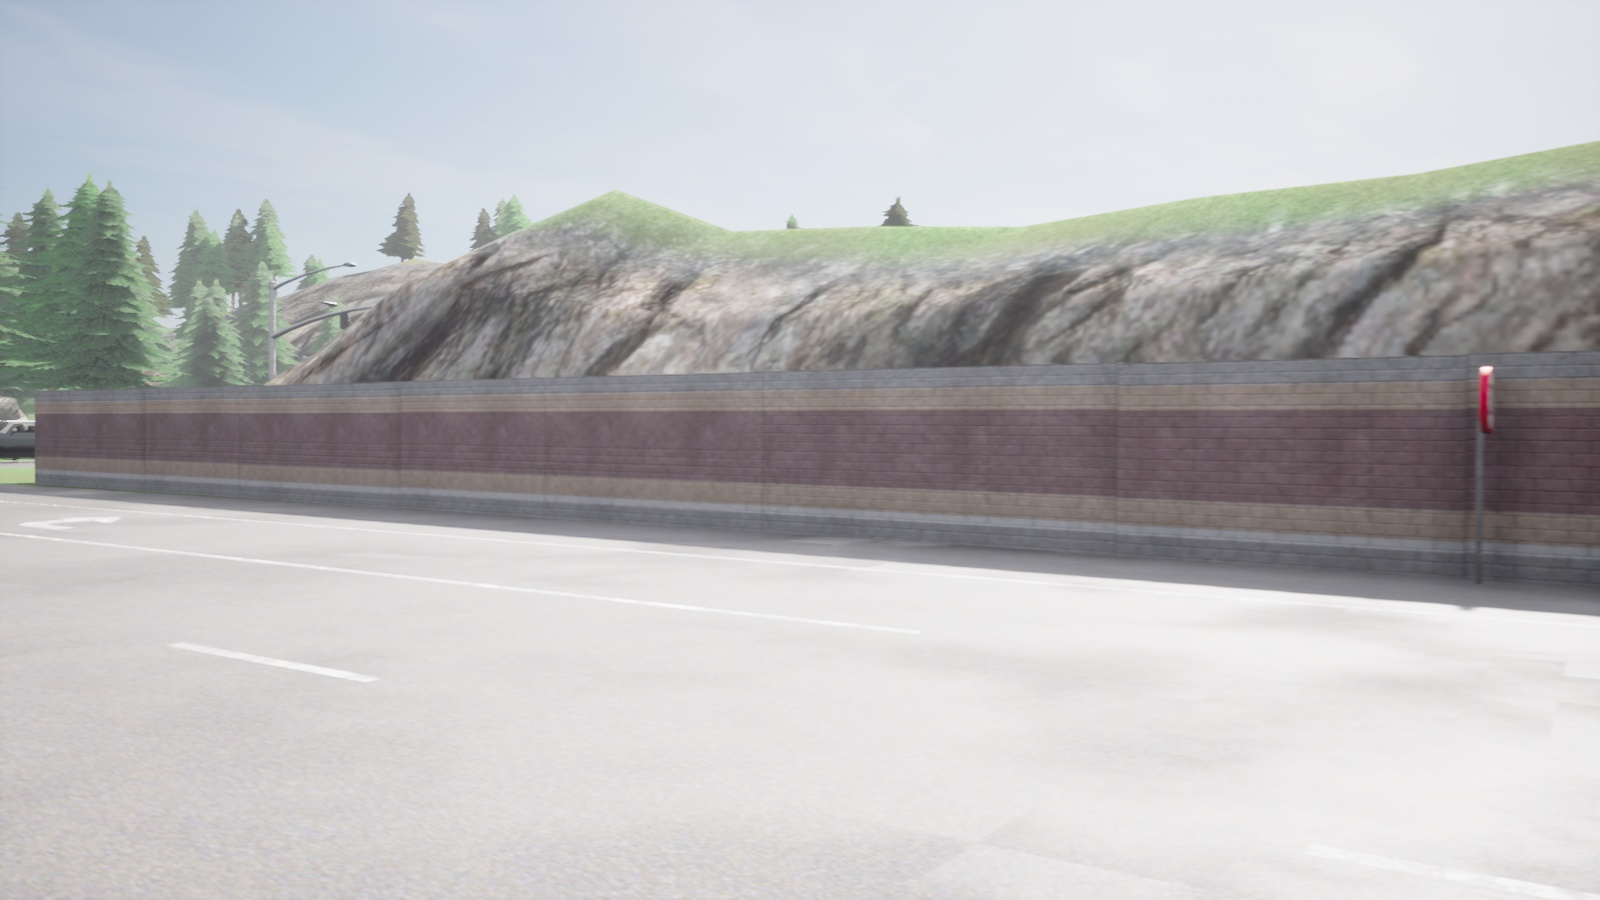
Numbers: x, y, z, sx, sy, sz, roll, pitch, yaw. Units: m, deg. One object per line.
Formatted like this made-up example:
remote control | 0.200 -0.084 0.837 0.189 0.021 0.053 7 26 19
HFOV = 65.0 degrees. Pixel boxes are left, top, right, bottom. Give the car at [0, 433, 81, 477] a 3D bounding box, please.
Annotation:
car | -27.391 0.156 43.508 1.970 1.475 3.806 0 1 33
